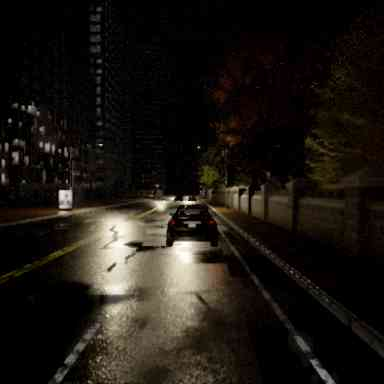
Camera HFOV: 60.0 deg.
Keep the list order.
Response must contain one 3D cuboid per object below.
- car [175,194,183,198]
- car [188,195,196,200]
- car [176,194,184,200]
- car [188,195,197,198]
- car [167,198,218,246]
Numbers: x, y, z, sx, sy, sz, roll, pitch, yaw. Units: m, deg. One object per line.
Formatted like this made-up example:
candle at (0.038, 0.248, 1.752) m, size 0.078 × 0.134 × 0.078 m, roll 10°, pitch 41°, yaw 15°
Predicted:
car at (-3.202, 1.577, 77.631) m, size 1.994 × 1.385 × 4.181 m, roll 0°, pitch 0°, yaw 0°
car at (0.054, 1.460, 87.639) m, size 2.033 × 1.411 × 5.357 m, roll 0°, pitch 0°, yaw 0°
car at (-3.196, 1.418, 87.640) m, size 1.837 × 1.490 × 4.892 m, roll 0°, pitch 0°, yaw 0°
car at (0.047, 1.548, 77.215) m, size 2.128 × 1.511 × 4.902 m, roll 0°, pitch 0°, yaw 0°
car at (0.009, 1.353, 15.434) m, size 2.097 × 1.767 × 4.553 m, roll 0°, pitch 0°, yaw 0°
